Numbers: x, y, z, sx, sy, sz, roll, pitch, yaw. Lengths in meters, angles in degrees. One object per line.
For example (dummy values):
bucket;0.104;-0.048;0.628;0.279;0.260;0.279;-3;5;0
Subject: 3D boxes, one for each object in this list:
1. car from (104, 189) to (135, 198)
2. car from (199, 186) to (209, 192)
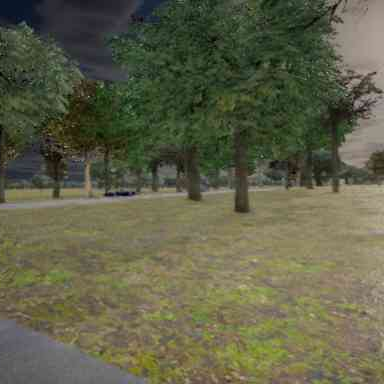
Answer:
car;-10.778;0.202;49.611;1.895;1.301;4.718;-1;2;38
car;1.240;-0.523;65.047;2.033;1.411;5.357;-1;2;38
